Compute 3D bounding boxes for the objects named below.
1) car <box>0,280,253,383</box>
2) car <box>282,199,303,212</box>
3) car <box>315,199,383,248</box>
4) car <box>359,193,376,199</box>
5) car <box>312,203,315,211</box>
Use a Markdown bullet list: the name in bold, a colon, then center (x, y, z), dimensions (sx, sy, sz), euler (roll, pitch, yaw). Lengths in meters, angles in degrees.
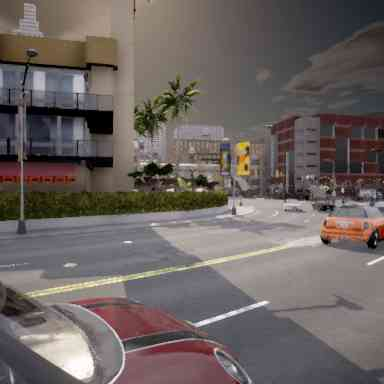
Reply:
- **car**: center (-1.666, 1.349, 2.090), dimensions (4.553, 1.767, 2.097), euler (0, 0, -36)
- **car**: center (11.530, 1.540, 38.363), dimensions (1.812, 1.442, 4.674), euler (0, 0, 10)
- **car**: center (7.573, 1.360, 14.962), dimensions (2.097, 1.767, 4.553), euler (0, 0, 42)
- **car**: center (36.605, 1.224, 70.992), dimensions (2.185, 1.767, 4.553), euler (0, 0, -14)
- **car**: center (14.976, 1.637, 37.749), dimensions (1.895, 1.301, 4.718), euler (0, 0, 10)
